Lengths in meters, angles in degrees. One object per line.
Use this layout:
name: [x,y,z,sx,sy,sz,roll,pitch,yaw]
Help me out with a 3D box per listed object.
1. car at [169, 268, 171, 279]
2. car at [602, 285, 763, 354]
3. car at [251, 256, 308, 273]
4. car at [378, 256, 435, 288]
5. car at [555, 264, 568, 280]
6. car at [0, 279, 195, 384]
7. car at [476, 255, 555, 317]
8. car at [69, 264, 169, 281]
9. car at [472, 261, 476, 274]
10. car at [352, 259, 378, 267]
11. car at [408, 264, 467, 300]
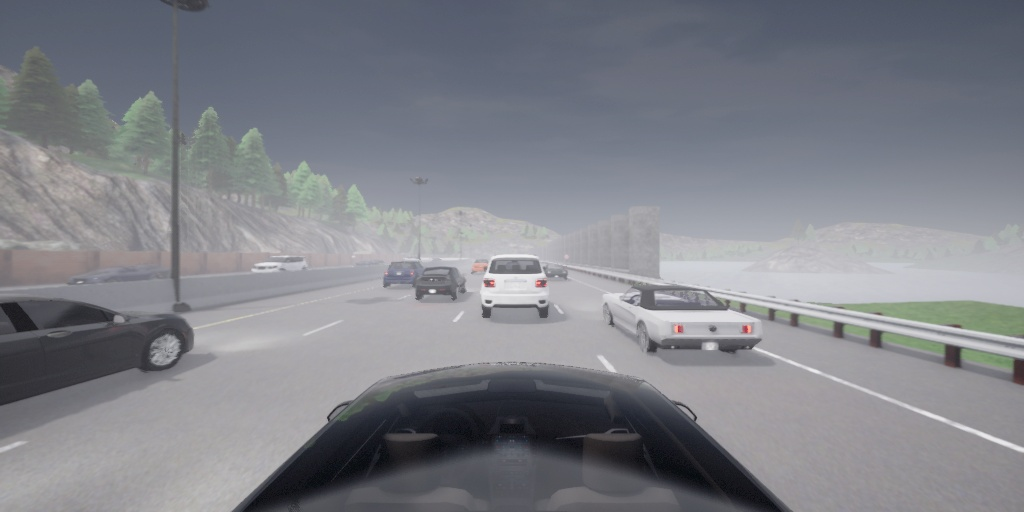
car: [-28.090,1.313,27.339,1.994,1.385,4.181,0,0,0]
car: [3.607,1.351,8.730,1.895,1.301,4.718,0,0,0]
car: [-21.085,0.973,32.890,2.150,2.045,5.566,0,0,0]
car: [-6.900,1.102,24.002,2.097,1.767,4.553,0,0,0]
car: [3.601,1.351,31.166,1.895,1.301,4.718,0,0,0]
car: [-6.899,1.255,4.729,1.837,1.490,4.892,0,0,0]
car: [0.102,0.972,13.275,2.150,2.045,5.566,0,0,0]
car: [-24.596,1.314,22.402,1.994,1.385,4.181,0,0,0]
car: [-3.342,1.102,41.213,2.097,1.767,4.553,0,0,1]
car: [-17.505,1.315,42.705,1.994,1.385,4.181,0,0,1]
car: [-3.398,1.255,17.725,1.837,1.490,4.892,0,0,0]
